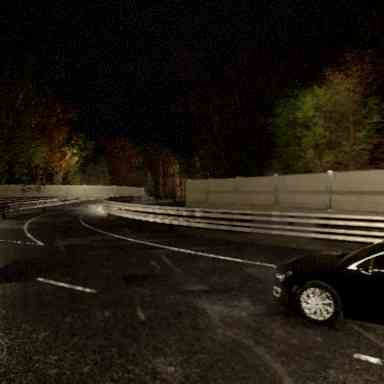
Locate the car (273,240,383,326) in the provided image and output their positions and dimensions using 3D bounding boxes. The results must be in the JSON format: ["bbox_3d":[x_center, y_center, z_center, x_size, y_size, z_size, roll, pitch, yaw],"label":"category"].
[{"bbox_3d":[3.776,1.458,5.374,4.892,1.490,1.837,0,0,35],"label":"car"}]

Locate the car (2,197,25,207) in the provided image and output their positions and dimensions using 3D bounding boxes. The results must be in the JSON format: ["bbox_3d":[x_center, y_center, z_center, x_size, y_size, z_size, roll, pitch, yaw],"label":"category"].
[{"bbox_3d":[-23.598,1.385,42.755,1.812,1.442,4.674,0,0,40],"label":"car"}]
